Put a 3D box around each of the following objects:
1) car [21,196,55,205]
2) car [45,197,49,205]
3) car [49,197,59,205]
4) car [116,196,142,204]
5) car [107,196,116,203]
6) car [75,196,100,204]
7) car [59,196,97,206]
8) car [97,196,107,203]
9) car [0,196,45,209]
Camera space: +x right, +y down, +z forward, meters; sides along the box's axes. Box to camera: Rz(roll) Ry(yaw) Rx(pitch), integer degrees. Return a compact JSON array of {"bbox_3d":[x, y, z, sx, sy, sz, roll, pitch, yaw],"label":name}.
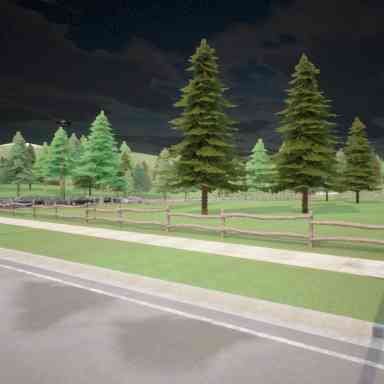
[{"bbox_3d":[-26.924,1.491,58.250,2.128,1.511,4.902,0,0,35],"label":"car"},{"bbox_3d":[-23.551,1.564,56.975,1.994,1.385,4.181,0,0,35],"label":"car"},{"bbox_3d":[-20.410,1.547,55.374,2.033,1.411,5.357,0,0,35],"label":"car"},{"bbox_3d":[-11.372,1.526,62.103,1.812,1.442,4.674,0,0,35],"label":"car"},{"bbox_3d":[-13.374,1.547,65.288,2.033,1.411,5.357,0,0,36],"label":"car"},{"bbox_3d":[-20.920,1.524,66.657,1.812,1.442,4.674,0,0,35],"label":"car"},{"bbox_3d":[-17.976,1.505,52.753,1.837,1.490,4.892,0,0,35],"label":"car"},{"bbox_3d":[-17.562,1.478,65.394,1.882,1.535,5.008,0,0,35],"label":"car"},{"bbox_3d":[-23.162,1.352,45.383,2.097,1.767,4.553,0,0,35],"label":"car"}]
